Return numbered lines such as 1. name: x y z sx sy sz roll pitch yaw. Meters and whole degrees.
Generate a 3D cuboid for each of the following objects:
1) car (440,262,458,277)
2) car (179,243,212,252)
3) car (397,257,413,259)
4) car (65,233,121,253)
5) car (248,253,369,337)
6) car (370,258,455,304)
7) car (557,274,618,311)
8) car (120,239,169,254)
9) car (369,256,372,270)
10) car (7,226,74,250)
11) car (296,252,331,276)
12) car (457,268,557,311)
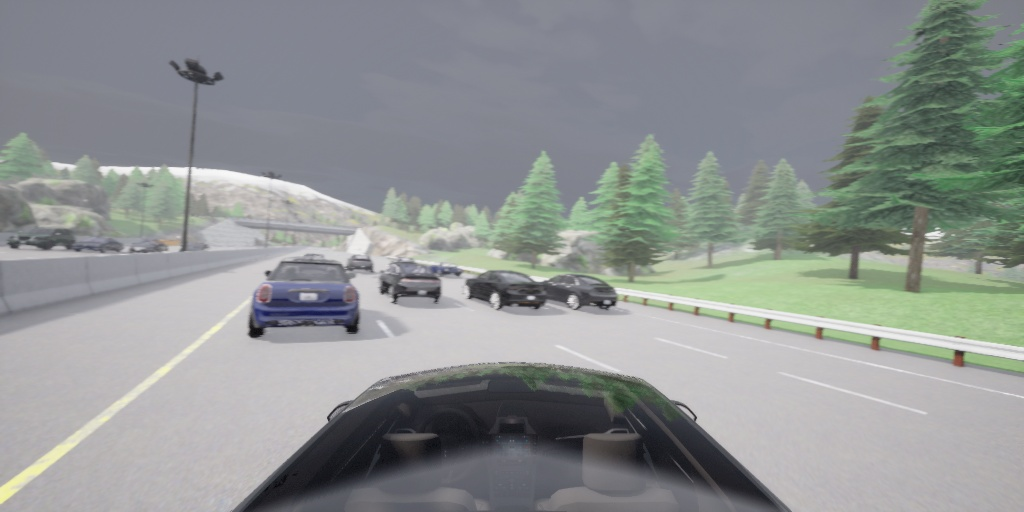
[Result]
1. car: -6.169 1.204 32.838 1.895 1.301 4.718 4 -1 -29
2. car: -32.508 -0.627 36.995 1.837 1.490 4.892 4 -1 -29
3. car: -9.626 0.852 31.885 2.128 1.511 4.902 4 -1 -29
4. car: -38.688 -1.045 33.734 2.033 1.411 5.357 4 -1 -29
5. car: -5.228 0.813 9.343 2.097 1.767 4.553 4 -1 -28
6. car: -4.389 1.060 15.116 2.128 1.511 4.902 4 -1 -29
7. car: 2.719 1.568 16.660 1.837 1.490 4.892 4 -1 -28
8. car: -35.484 -0.869 35.158 2.128 1.511 4.902 4 -1 -29
9. car: -13.147 0.606 31.038 2.128 1.511 4.902 4 -1 -29
10. car: -41.762 -1.572 32.116 2.150 2.045 5.566 4 -1 -29
11. car: -14.715 0.517 26.643 2.033 1.411 5.357 4 -1 -29
12. car: -0.473 1.312 15.229 1.882 1.535 5.008 4 -1 -29
